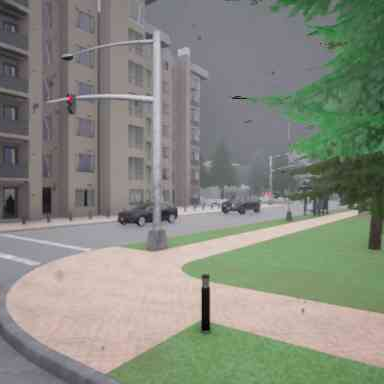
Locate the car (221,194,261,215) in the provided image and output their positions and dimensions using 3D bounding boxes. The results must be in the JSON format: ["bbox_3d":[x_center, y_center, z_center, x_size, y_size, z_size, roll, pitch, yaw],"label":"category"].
[{"bbox_3d":[5.214,1.249,34.756,2.150,2.045,5.566,0,0,37],"label":"car"}]

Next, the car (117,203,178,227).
[{"bbox_3d":[-3.045,1.505,23.645,1.882,1.535,5.008,0,0,37],"label":"car"}]
